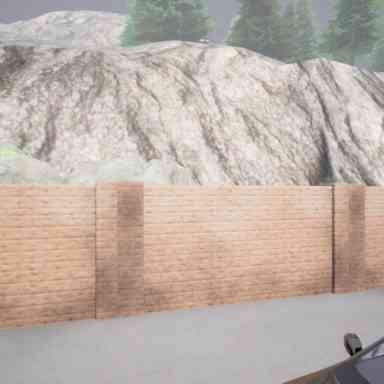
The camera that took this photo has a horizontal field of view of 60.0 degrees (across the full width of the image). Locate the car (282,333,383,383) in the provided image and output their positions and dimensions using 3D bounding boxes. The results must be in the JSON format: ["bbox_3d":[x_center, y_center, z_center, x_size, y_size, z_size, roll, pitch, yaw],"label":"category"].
[{"bbox_3d":[2.207,1.492,1.887,4.902,1.511,2.128,0,0,-18],"label":"car"}]
